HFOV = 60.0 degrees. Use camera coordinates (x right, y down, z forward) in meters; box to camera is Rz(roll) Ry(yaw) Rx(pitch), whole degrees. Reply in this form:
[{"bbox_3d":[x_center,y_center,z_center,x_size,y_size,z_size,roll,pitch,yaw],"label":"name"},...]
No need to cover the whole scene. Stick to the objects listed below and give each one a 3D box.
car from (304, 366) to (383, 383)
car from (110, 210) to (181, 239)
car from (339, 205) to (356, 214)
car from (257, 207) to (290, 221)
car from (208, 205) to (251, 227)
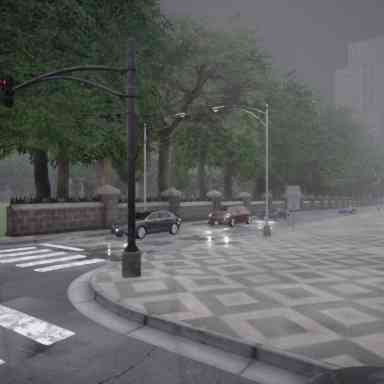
[{"bbox_3d":[2.454,1.551,1.218,4.403,1.369,2.008,0,0,35],"label":"car"},{"bbox_3d":[-2.599,1.833,19.657,1.837,1.490,4.892,0,-1,35],"label":"car"},{"bbox_3d":[24.836,2.781,53.107,2.033,1.411,5.357,0,-1,34],"label":"car"},{"bbox_3d":[8.991,2.294,36.129,2.033,1.411,5.357,0,-1,35],"label":"car"},{"bbox_3d":[3.208,1.887,27.913,2.097,1.767,4.553,0,-1,35],"label":"car"}]
